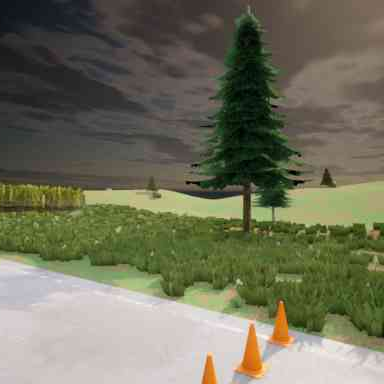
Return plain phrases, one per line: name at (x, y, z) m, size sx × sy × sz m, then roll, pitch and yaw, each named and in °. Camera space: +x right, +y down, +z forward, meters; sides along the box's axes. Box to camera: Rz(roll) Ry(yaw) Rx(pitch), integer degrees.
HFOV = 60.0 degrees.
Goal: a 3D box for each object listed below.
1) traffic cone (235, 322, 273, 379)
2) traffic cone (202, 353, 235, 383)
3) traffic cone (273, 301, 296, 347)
traffic cone at (0.764, 1.955, 4.218) m, size 0.340 × 0.580 × 0.340 m, roll 0°, pitch 0°, yaw 36°
traffic cone at (0.179, 1.955, 3.406) m, size 0.340 × 0.580 × 0.340 m, roll 0°, pitch 0°, yaw 36°
traffic cone at (1.348, 1.955, 5.029) m, size 0.340 × 0.580 × 0.340 m, roll 0°, pitch 0°, yaw 36°
